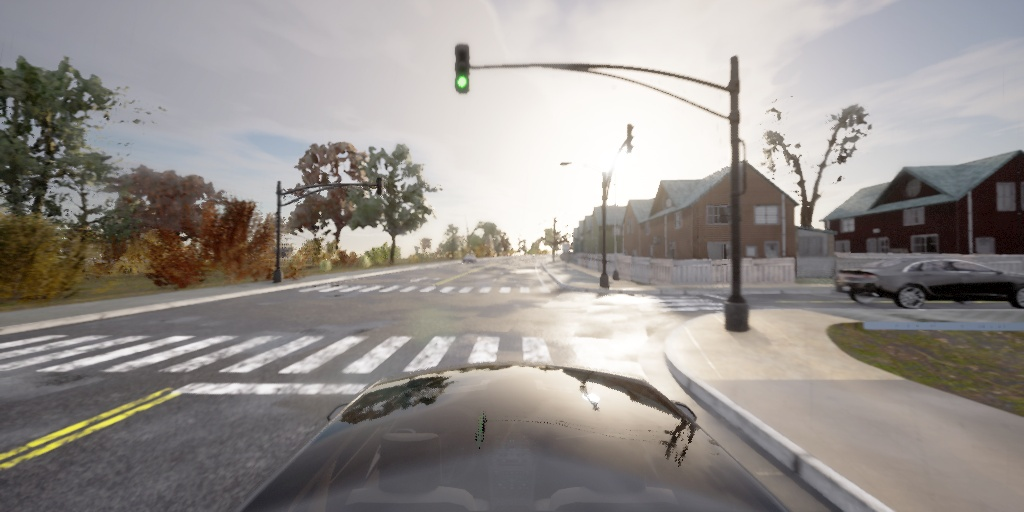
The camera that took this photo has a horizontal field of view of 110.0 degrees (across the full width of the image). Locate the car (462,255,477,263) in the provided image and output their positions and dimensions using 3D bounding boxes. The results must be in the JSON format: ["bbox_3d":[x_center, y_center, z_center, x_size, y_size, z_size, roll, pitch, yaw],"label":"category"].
[{"bbox_3d":[-7.184,0.503,61.717,1.812,1.442,4.674,0,1,5],"label":"car"}]

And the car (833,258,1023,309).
[{"bbox_3d":[12.879,0.789,10.937,4.902,1.511,2.128,-1,-1,7],"label":"car"}]
